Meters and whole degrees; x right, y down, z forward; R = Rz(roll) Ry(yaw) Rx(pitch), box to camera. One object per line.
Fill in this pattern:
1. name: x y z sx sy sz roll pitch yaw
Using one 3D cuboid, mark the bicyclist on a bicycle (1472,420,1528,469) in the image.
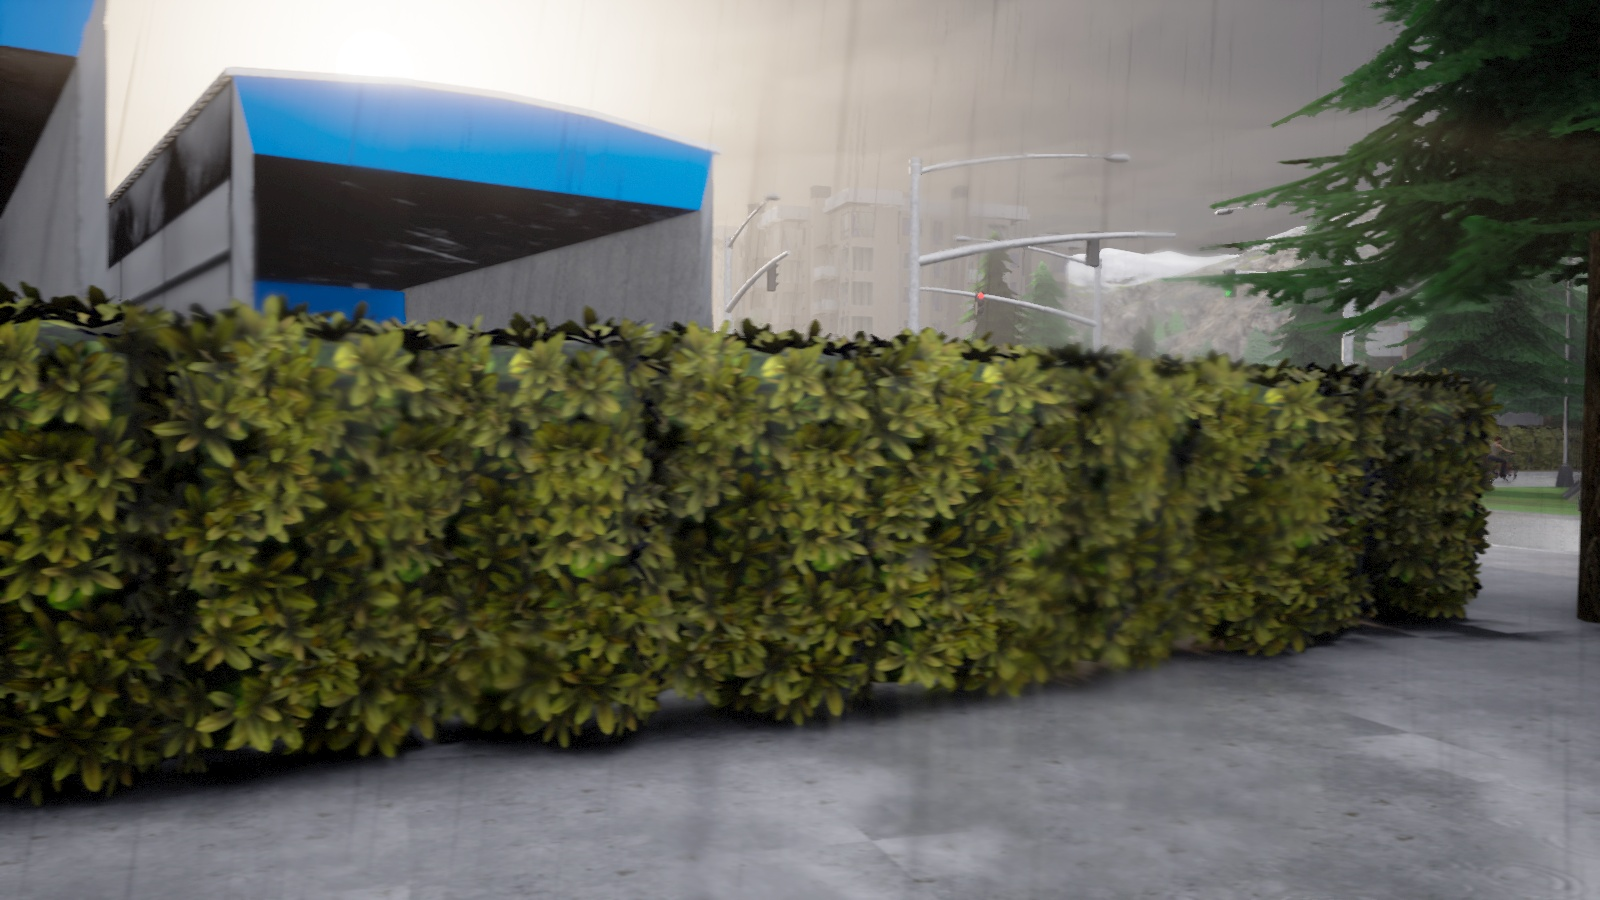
1. bicyclist on a bicycle: 23.713 -0.189 42.540 1.509 1.612 0.866 -1 1 -19
